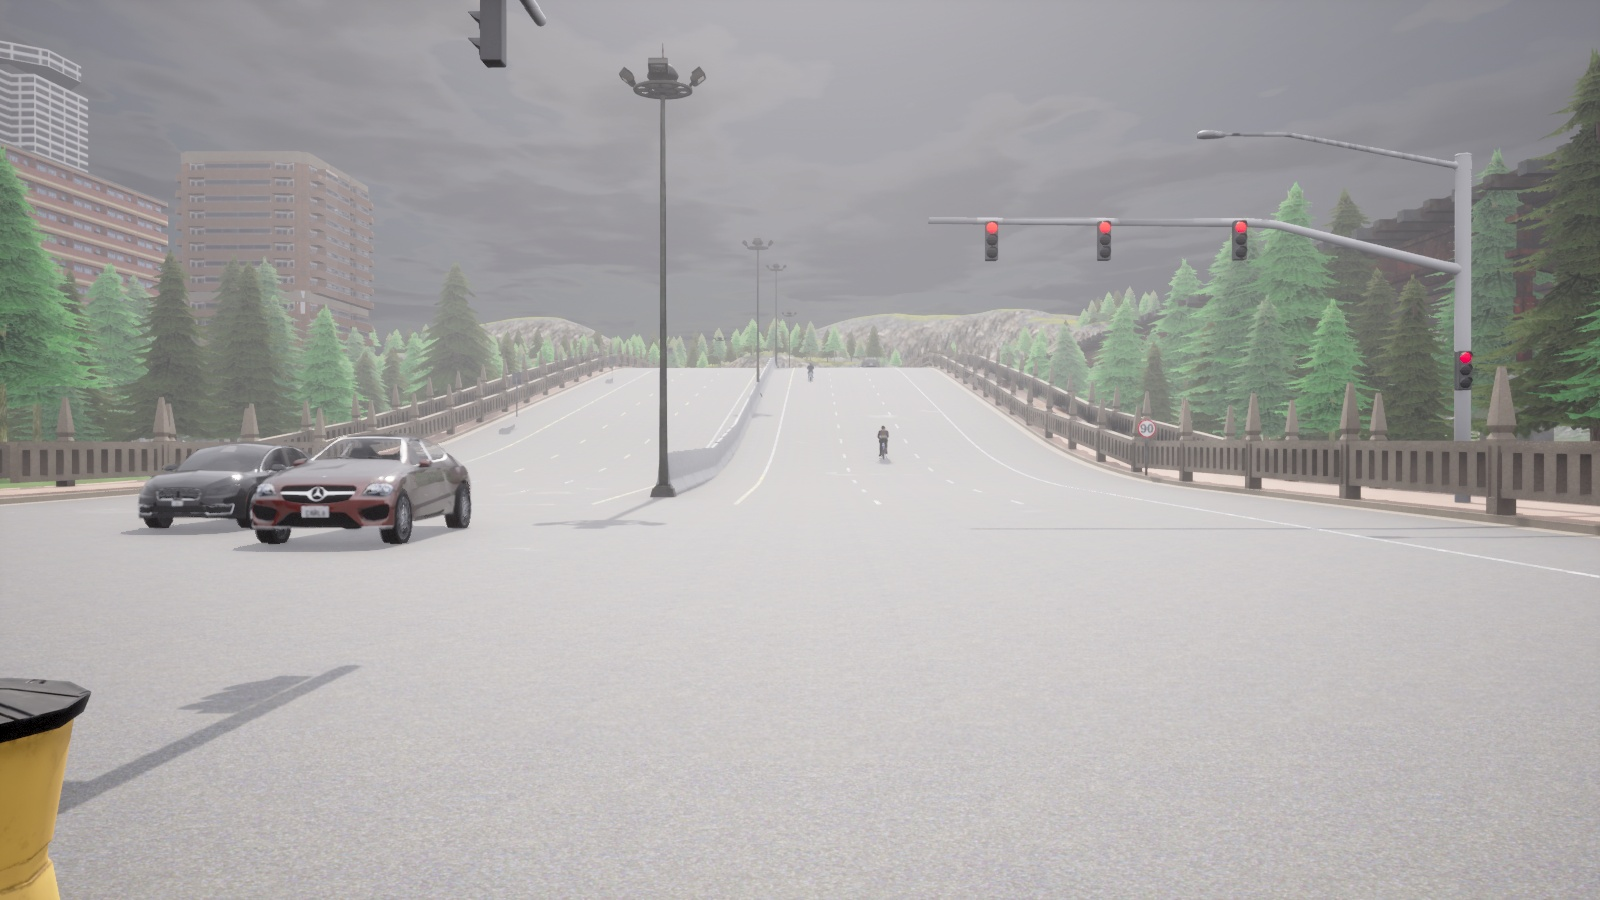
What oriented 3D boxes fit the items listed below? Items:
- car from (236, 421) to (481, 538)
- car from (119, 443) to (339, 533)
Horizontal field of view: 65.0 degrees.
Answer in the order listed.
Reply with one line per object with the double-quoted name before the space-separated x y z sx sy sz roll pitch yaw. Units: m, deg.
"car" -6.875 0.405 20.253 2.152 1.651 5.027 0 0 0
"car" -10.359 0.612 23.252 1.837 1.490 4.892 0 0 0
